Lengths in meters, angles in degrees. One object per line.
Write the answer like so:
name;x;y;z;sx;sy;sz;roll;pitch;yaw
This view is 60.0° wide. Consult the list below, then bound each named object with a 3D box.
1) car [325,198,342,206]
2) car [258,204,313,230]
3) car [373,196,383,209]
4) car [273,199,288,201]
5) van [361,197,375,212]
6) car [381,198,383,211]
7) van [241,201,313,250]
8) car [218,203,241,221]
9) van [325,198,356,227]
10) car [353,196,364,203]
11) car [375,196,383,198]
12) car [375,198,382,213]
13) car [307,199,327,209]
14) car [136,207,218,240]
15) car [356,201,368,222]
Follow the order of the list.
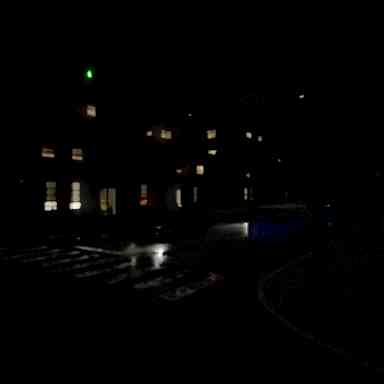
car;25.662;1.815;60.258;1.887;1.381;4.507;0;0;35
car;6.720;1.679;23.379;2.033;1.411;5.357;0;0;35
car;29.337;1.560;50.910;2.192;1.841;5.009;0;0;35
car;6.220;1.633;28.061;2.128;1.511;4.902;0;0;35
van;16.643;1.511;32.834;1.690;1.788;3.998;0;0;35
car;22.990;1.772;41.871;1.947;1.339;4.313;0;0;35
van;3.949;1.448;14.759;1.690;1.788;3.998;0;0;35
car;3.351;1.666;28.487;1.752;1.417;4.829;0;0;35
van;10.296;1.478;23.797;1.690;1.788;3.998;0;0;35
car;41.529;1.823;82.852;1.967;1.590;4.097;0;0;35
car;26.163;1.540;46.392;2.192;1.841;5.009;0;0;35
car;19.915;1.714;37.492;1.752;1.417;4.829;0;0;35
car;19.315;1.774;51.220;1.887;1.381;4.507;0;0;35
car;-0.847;1.587;18.006;1.882;1.535;5.008;0;0;36
car;13.469;1.698;28.314;1.887;1.381;4.507;0;0;35
